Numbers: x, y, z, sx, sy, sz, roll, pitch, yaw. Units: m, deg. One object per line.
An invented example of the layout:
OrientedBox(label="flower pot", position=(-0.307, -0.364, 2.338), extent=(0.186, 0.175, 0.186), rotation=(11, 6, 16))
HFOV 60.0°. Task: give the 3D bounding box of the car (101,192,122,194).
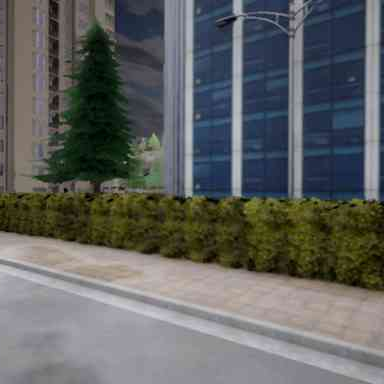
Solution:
OrientedBox(label="car", position=(-11.743, 0.979, 45.811), extent=(2.150, 2.045, 5.566), rotation=(0, 1, 36))
